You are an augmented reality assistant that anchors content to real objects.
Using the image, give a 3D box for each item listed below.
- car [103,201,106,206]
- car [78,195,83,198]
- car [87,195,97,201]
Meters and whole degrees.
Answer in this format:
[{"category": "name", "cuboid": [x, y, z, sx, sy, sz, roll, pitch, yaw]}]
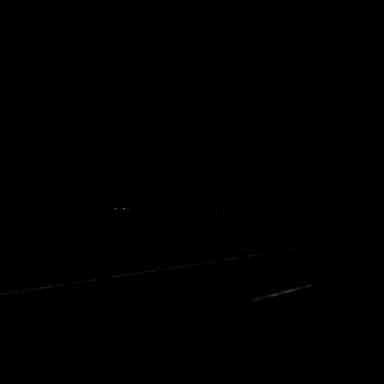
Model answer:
[{"category": "car", "cuboid": [-11.275, 1.612, 48.382, 1.994, 1.385, 4.181, 0, 0, -38]}, {"category": "car", "cuboid": [-28.419, 1.582, 81.802, 2.128, 1.511, 4.902, 0, 0, -37]}, {"category": "car", "cuboid": [-25.632, 1.566, 83.920, 1.837, 1.490, 4.892, 0, 0, -37]}]
